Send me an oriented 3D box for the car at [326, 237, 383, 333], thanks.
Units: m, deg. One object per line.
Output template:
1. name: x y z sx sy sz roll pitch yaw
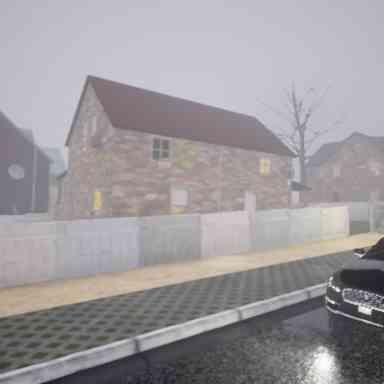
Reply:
1. car: 4.510 1.496 6.322 4.892 1.490 1.837 0 0 -36
